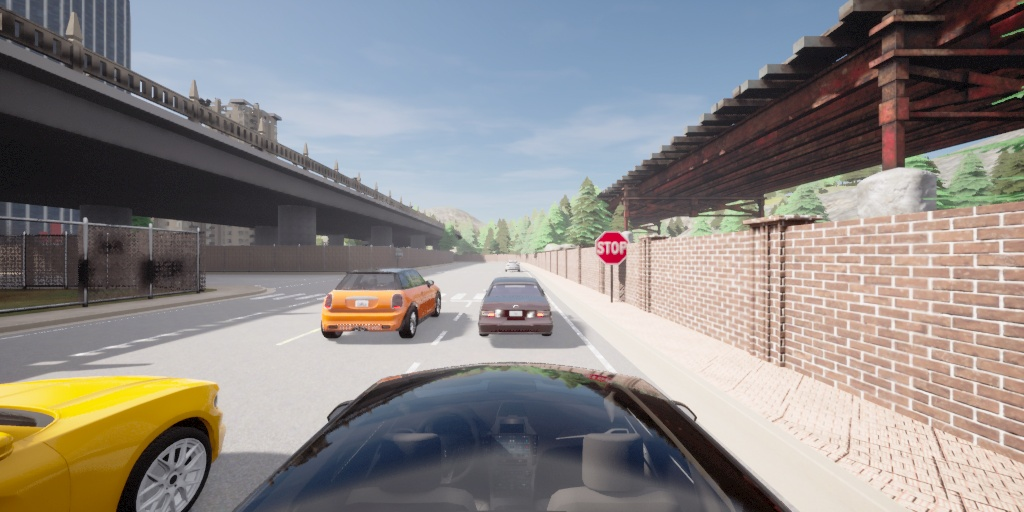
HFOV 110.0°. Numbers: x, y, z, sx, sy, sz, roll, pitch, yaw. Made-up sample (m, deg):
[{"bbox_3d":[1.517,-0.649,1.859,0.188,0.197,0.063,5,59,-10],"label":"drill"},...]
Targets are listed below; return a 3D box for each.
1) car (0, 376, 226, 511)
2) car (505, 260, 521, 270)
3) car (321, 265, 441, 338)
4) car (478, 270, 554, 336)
[{"bbox_3d":[-3.396,1.228,1.025,1.882,1.535,5.008,0,0,0],"label":"car"},{"bbox_3d":[0.083,1.276,46.187,1.812,1.442,4.674,0,0,-1],"label":"car"},{"bbox_3d":[-3.419,1.102,10.283,2.097,1.767,4.553,0,0,0],"label":"car"},{"bbox_3d":[0.082,1.297,10.304,2.033,1.411,5.357,0,0,0],"label":"car"}]
